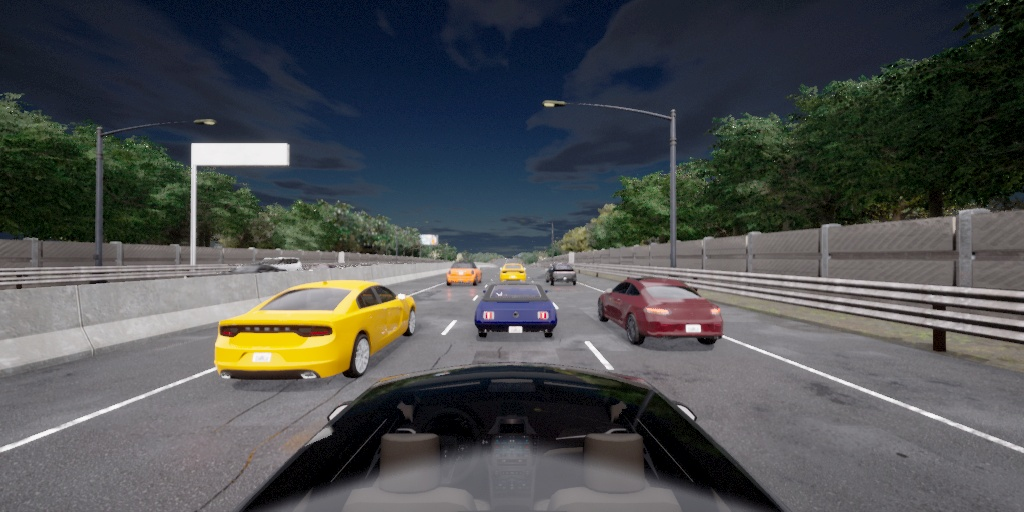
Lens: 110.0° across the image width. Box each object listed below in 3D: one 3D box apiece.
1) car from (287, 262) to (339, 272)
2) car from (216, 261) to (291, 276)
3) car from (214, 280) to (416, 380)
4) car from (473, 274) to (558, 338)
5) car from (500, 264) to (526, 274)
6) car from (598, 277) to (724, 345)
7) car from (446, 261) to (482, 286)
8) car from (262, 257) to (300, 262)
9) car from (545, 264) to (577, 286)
[{"bbox_3d":[-14.128,1.383,26.562,1.812,1.442,4.674,0,-1,0],"label":"car"},{"bbox_3d":[-17.626,1.317,24.445,1.882,1.535,5.008,0,0,0],"label":"car"},{"bbox_3d":[-3.406,1.232,7.357,1.882,1.535,5.008,0,0,0],"label":"car"},{"bbox_3d":[0.093,1.361,10.205,1.895,1.301,4.718,0,0,0],"label":"car"},{"bbox_3d":[0.072,1.347,27.937,1.882,1.535,5.008,0,-1,0],"label":"car"},{"bbox_3d":[3.592,1.284,9.411,1.812,1.442,4.674,0,0,0],"label":"car"},{"bbox_3d":[-3.430,1.209,26.407,2.097,1.767,4.553,0,0,1],"label":"car"},{"bbox_3d":[-21.135,1.130,32.120,2.150,2.045,5.566,0,-1,0],"label":"car"},{"bbox_3d":[3.578,1.351,26.721,2.128,1.511,4.902,0,-1,0],"label":"car"}]
